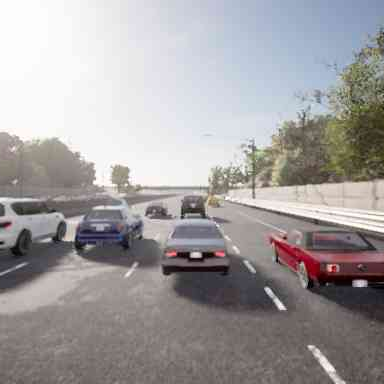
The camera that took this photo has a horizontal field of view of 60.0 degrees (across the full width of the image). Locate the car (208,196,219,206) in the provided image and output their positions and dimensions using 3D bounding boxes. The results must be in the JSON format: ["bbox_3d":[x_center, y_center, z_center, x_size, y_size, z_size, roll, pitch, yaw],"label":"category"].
[{"bbox_3d":[3.482,1.570,55.729,1.882,1.535,5.008,0,0,0],"label":"car"}]

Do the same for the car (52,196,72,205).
[{"bbox_3d":[-24.521,1.574,62.907,1.882,1.535,5.008,0,0,0],"label":"car"}]

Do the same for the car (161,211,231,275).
[{"bbox_3d":[0.094,1.563,10.469,2.033,1.411,5.357,0,0,0],"label":"car"}]

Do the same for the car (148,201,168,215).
[{"bbox_3d":[-3.412,1.576,32.282,1.812,1.442,4.674,0,0,0],"label":"car"}]

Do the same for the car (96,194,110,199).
[{"bbox_3d":[-17.521,1.328,66.076,2.150,2.045,5.566,0,0,0],"label":"car"}]

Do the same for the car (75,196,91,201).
[{"bbox_3d":[-21.025,1.592,64.286,1.882,1.535,5.008,0,0,0],"label":"car"}]

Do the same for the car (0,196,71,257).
[{"bbox_3d":[-6.908,1.241,13.162,2.150,2.045,5.566,0,0,0],"label":"car"}]

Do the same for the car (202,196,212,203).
[{"bbox_3d":[3.476,1.696,77.752,2.033,1.411,5.357,0,0,0],"label":"car"}]

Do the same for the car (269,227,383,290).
[{"bbox_3d":[3.490,1.610,9.109,1.895,1.301,4.718,0,0,0],"label":"car"}]

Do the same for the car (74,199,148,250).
[{"bbox_3d":[-3.403,1.373,14.460,2.097,1.767,4.553,0,0,0],"label":"car"}]

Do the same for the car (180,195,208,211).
[{"bbox_3d":[0.090,1.269,30.480,2.150,2.045,5.566,0,0,0],"label":"car"}]

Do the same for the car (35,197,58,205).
[{"bbox_3d":[-28.020,1.653,64.264,2.033,1.411,5.357,0,0,0],"label":"car"}]

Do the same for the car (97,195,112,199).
[{"bbox_3d":[-6.912,1.400,30.914,2.097,1.767,4.553,0,0,0],"label":"car"}]
